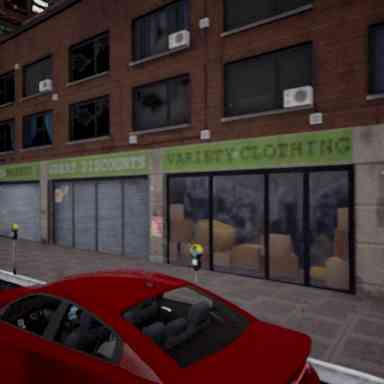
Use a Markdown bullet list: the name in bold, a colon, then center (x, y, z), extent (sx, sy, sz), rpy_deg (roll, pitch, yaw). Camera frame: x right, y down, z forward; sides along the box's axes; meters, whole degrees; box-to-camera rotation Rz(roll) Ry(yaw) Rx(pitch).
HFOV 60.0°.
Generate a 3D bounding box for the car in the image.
- **car**: center (-1.020, 1.539, 3.610), extent (4.507, 1.381, 1.887), rpy_deg (0, 0, 35)
